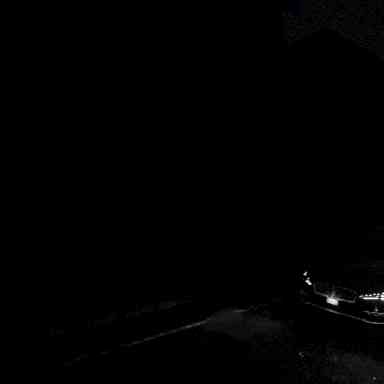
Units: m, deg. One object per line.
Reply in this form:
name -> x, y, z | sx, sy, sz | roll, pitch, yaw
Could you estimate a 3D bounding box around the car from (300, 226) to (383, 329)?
car -> 4.218, 1.495, 6.779 | 4.892, 1.490, 1.837 | 0, 0, -36
